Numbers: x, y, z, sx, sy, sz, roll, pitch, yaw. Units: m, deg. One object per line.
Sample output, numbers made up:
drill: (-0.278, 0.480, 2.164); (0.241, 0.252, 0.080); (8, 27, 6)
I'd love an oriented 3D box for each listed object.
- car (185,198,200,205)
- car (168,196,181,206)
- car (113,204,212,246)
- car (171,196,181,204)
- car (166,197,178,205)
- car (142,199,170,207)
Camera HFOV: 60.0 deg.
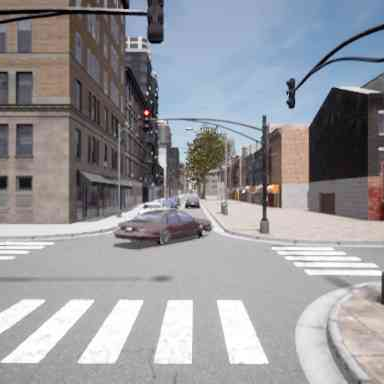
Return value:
car: (0.073, 1.521, 47.420); (1.994, 1.385, 4.181); (0, 0, 0)
car: (-2.831, 1.458, 53.805); (1.837, 1.490, 4.892); (0, 0, 0)
car: (-1.151, 1.536, 15.489); (2.033, 1.411, 5.357); (0, 0, 34)
car: (-2.842, 1.485, 43.714); (1.812, 1.442, 4.674); (0, 0, 0)
car: (-2.866, 1.514, 34.000); (2.033, 1.411, 5.357); (0, 0, 0)
car: (-2.861, 1.503, 24.390); (1.812, 1.442, 4.674); (0, 0, 0)
